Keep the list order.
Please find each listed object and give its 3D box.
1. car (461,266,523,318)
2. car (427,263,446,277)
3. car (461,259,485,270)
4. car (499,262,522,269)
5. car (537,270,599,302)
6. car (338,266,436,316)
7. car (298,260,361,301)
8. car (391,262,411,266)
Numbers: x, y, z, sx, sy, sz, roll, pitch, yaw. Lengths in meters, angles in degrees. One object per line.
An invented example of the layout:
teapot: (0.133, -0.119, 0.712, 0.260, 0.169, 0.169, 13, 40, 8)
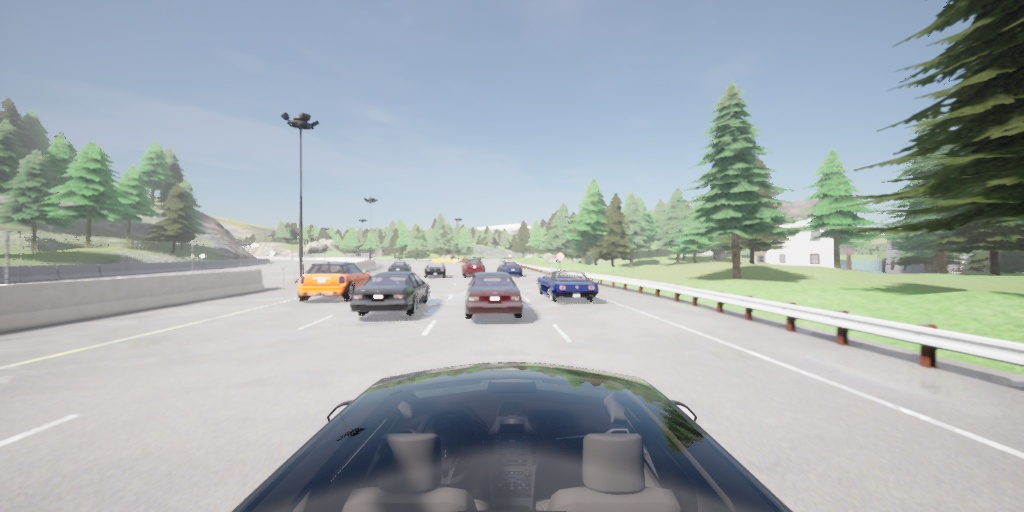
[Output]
car: (-0.715, 1.272, 12.867, 2.033, 1.411, 5.357, 0, 0, -5)
car: (-7.171, 1.277, 33.740, 1.895, 1.301, 4.718, 0, 0, -11)
car: (-3.770, 1.027, 34.424, 2.097, 1.767, 4.553, 0, 0, -11)
car: (-0.275, 1.239, 34.858, 1.994, 1.385, 4.181, 0, 0, -11)
car: (2.408, 1.317, 16.806, 1.895, 1.301, 4.718, 0, 0, -6)
car: (-4.266, 1.270, 13.299, 2.033, 1.411, 5.357, 0, 0, -5)
car: (-8.211, 1.065, 17.149, 2.097, 1.767, 4.553, 0, 0, -6)
car: (-11.227, 1.233, 36.061, 1.994, 1.385, 4.181, 0, 0, -11)
